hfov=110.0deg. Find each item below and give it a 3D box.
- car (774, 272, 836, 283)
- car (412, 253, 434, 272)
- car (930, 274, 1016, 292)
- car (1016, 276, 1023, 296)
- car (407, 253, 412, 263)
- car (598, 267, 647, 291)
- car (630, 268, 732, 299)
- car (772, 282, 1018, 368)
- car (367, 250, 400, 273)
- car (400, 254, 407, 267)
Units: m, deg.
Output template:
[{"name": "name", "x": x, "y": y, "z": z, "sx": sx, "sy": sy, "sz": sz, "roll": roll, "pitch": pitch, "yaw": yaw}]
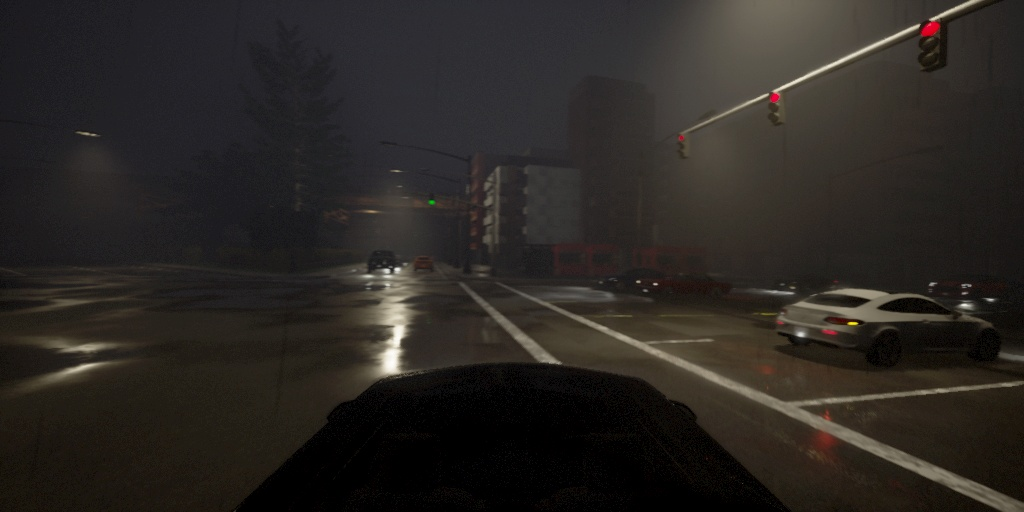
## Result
[{"name": "car", "x": 20.899, "y": 1.875, "z": 25.599, "sx": 4.181, "sy": 1.385, "sz": 1.994, "roll": 2, "pitch": 0, "yaw": -14}, {"name": "car", "x": -9.154, "y": 0.771, "z": 37.190, "sx": 1.882, "sy": 1.535, "sz": 5.008, "roll": 1, "pitch": 0, "yaw": -14}, {"name": "car", "x": 31.244, "y": 2.042, "z": 24.569, "sx": 4.553, "sy": 1.767, "sz": 2.097, "roll": 2, "pitch": 0, "yaw": -14}, {"name": "car", "x": 41.107, "y": 2.553, "z": 30.573, "sx": 4.892, "sy": 1.490, "sz": 1.837, "roll": 2, "pitch": 0, "yaw": -14}, {"name": "car", "x": -18.733, "y": 0.468, "z": 61.434, "sx": 2.033, "sy": 1.411, "sz": 5.357, "roll": 1, "pitch": 0, "yaw": -14}, {"name": "car", "x": 7.632, "y": 1.394, "z": 22.253, "sx": 4.674, "sy": 1.442, "sz": 1.812, "roll": 2, "pitch": 0, "yaw": -15}, {"name": "car", "x": 9.022, "y": 1.529, "z": 19.012, "sx": 4.718, "sy": 1.301, "sz": 1.895, "roll": 2, "pitch": 0, "yaw": -14}, {"name": "car", "x": 8.354, "y": 1.480, "z": 8.090, "sx": 4.674, "sy": 1.442, "sz": 1.812, "roll": 2, "pitch": 0, "yaw": -13}, {"name": "car", "x": -12.019, "y": 0.477, "z": 33.404, "sx": 2.150, "sy": 2.045, "sz": 5.566, "roll": 1, "pitch": 0, "yaw": -13}, {"name": "car", "x": -14.942, "y": 0.601, "z": 45.562, "sx": 2.128, "sy": 1.511, "sz": 4.902, "roll": 1, "pitch": 0, "yaw": -13}]
